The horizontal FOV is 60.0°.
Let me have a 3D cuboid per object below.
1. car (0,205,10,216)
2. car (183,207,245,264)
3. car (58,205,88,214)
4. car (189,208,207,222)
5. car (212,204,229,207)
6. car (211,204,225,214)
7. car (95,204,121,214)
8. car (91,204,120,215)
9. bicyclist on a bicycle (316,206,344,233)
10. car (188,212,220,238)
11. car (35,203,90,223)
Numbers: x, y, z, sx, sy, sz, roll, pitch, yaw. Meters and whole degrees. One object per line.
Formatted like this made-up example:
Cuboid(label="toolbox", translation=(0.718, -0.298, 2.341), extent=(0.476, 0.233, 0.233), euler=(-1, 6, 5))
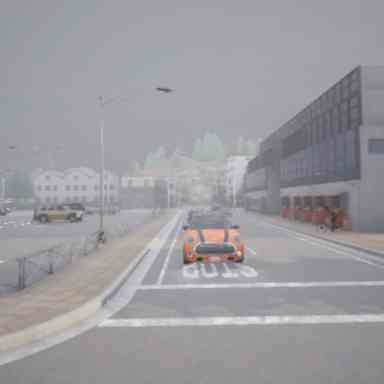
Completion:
Cuboid(label="car", translation=(-30.951, 2.837, 51.790), extent=(4.605, 1.855, 1.932), euler=(-1, -1, -1))
Cuboid(label="car", translation=(0.739, 1.652, 13.096), extent=(2.097, 1.767, 4.553), euler=(-1, -1, 0))
Cuboid(label="car", translation=(-20.981, 3.049, 58.790), extent=(4.514, 1.523, 2.007), euler=(-1, -1, -1))
Cuboid(label="car", translation=(0.606, 2.464, 36.538), extent=(1.895, 1.301, 4.718), euler=(-1, -1, 0))
Cuboid(label="car", translation=(4.197, 2.532, 43.994), extent=(2.033, 1.411, 5.357), euler=(-1, -1, 0))
Cuboid(label="car", translation=(4.087, 2.729, 53.913), extent=(1.837, 1.490, 4.892), euler=(-1, -1, 0))
Cuboid(label="car", translation=(-13.912, 2.785, 55.176), extent=(3.806, 1.475, 1.970), euler=(-1, -1, -1))
Cuboid(label="car", translation=(-13.550, 2.547, 48.764), extent=(5.027, 1.636, 2.152), euler=(-1, -1, -1))
Cuboid(label="bicyclist on a bicycle", translation=(8.172, 1.643, 19.751), extent=(1.656, 1.620, 0.582), euler=(-1, -1, 0))
Cuboid(label="car", translation=(0.680, 2.122, 22.292), extent=(1.895, 1.301, 4.718), euler=(-1, -1, 0))
Cuboid(label="car", translation=(-13.042, 2.108, 33.073), extent=(4.605, 1.855, 1.932), euler=(-1, -1, -1))
